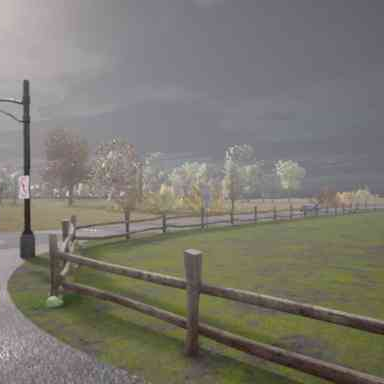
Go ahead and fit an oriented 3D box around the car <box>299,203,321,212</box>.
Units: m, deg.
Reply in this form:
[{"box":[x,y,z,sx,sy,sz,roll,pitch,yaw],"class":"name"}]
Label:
[{"box":[18.897,2.441,52.982,2.033,1.411,5.357,-1,-2,40],"class":"car"}]
